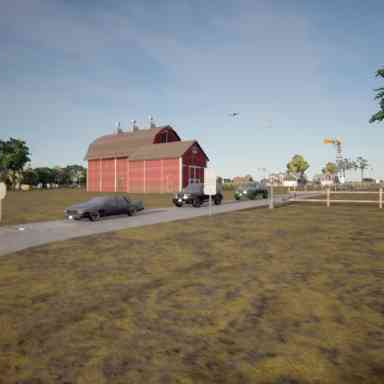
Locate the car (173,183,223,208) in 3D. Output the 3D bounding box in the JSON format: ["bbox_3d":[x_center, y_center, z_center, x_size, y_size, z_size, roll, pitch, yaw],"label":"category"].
[{"bbox_3d":[0.643,0.226,29.380,2.150,2.045,5.566,0,2,36],"label":"car"}]

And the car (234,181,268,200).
[{"bbox_3d":[6.862,-0.162,38.106,2.150,2.045,5.566,0,2,36],"label":"car"}]

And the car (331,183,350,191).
[{"bbox_3d":[27.135,-0.865,61.551,2.033,1.411,5.357,0,2,35],"label":"car"}]

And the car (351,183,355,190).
[{"bbox_3d":[33.167,-1.219,70.193,1.837,1.490,4.892,0,2,35],"label":"car"}]

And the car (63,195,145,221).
[{"bbox_3d":[-5.336,0.934,20.982,2.033,1.411,5.357,0,2,35],"label":"car"}]
